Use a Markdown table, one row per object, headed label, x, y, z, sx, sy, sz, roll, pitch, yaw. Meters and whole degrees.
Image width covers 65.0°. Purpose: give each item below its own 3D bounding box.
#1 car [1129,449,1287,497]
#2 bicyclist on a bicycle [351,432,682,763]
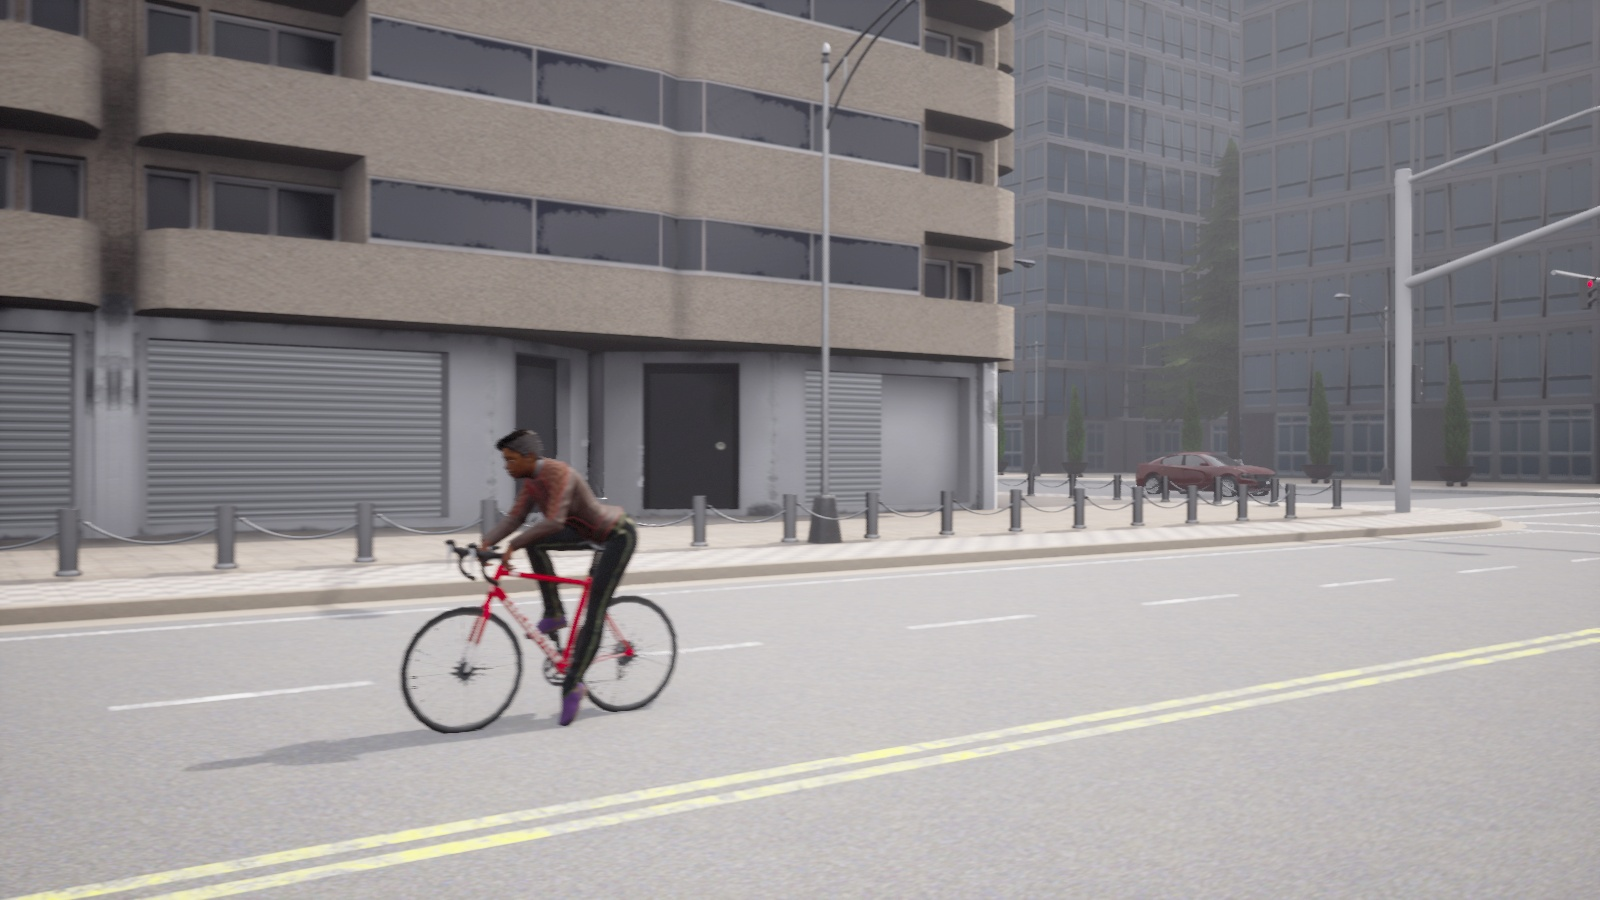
| label | x | y | z | sx | sy | sz | roll | pitch | yaw |
| --- | --- | --- | --- | --- | --- | --- | --- | --- | --- |
| car | 13.795 | 0.743 | 42.727 | 1.882 | 1.535 | 5.008 | 0 | 0 | -35 |
| bicyclist on a bicycle | -1.519 | 0.718 | 6.866 | 1.656 | 1.620 | 0.582 | 0 | 0 | -35 |
